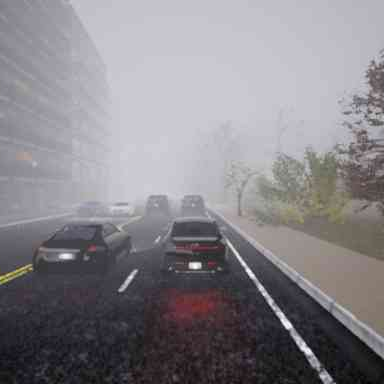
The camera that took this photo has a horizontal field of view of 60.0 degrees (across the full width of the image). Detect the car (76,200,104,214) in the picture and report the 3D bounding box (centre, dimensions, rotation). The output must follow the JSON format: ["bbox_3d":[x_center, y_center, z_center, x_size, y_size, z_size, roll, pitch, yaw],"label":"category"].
[{"bbox_3d":[-9.866,1.543,32.914,1.882,1.535,5.008,0,0,0],"label":"car"}]

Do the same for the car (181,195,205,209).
[{"bbox_3d":[0.089,1.285,32.407,2.150,2.045,5.566,0,0,0],"label":"car"}]

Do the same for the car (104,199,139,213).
[{"bbox_3d":[-6.620,1.588,31.740,1.812,1.442,4.674,0,0,0],"label":"car"}]

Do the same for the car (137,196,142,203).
[{"bbox_3d":[-11.108,1.685,74.031,2.033,1.411,5.357,0,0,-3],"label":"car"}]

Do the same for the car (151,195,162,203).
[{"bbox_3d":[-7.815,1.498,73.447,2.097,1.767,4.553,0,0,-3],"label":"car"}]

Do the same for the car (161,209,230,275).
[{"bbox_3d":[0.086,1.526,10.517,1.837,1.490,4.892,0,0,0],"label":"car"}]

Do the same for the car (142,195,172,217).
[{"bbox_3d":[-3.160,1.285,32.367,2.150,2.045,5.566,0,0,0],"label":"car"}]

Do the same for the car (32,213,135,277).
[{"bbox_3d":[-3.165,1.584,10.360,1.994,1.385,4.181,0,0,0],"label":"car"}]
